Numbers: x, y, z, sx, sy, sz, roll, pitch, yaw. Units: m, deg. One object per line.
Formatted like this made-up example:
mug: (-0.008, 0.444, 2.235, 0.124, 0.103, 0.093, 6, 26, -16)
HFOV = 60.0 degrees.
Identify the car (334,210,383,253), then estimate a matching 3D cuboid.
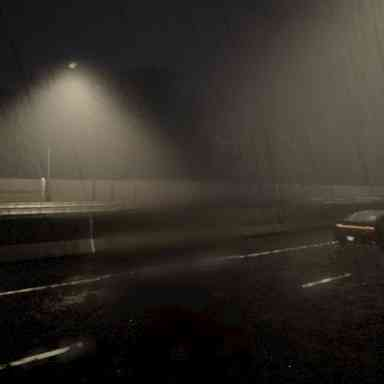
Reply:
car: (7.825, 1.492, 13.656, 4.902, 1.511, 2.128, 0, 0, -35)

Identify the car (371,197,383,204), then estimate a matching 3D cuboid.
car: (28.990, 1.516, 50.372, 4.902, 1.511, 2.128, 0, 0, -35)
